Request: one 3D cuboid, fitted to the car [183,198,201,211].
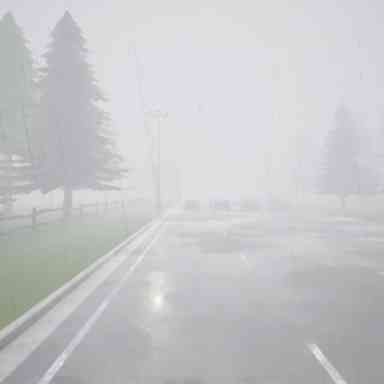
[{"bbox_3d":[0.012,1.480,40.429,2.128,1.511,4.902,0,0,0],"label":"car"}]

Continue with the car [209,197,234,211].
[{"bbox_3d":[3.512,1.466,40.428,1.882,1.535,5.008,0,0,0],"label":"car"}]

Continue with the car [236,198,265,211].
[{"bbox_3d":[7.012,1.480,40.427,2.128,1.511,4.902,0,0,0],"label":"car"}]

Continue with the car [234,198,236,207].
[{"bbox_3d":[7.016,1.587,50.882,1.895,1.301,4.718,0,0,0],"label":"car"}]

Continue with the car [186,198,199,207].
[{"bbox_3d":[0.016,1.587,50.961,1.895,1.301,4.718,0,0,0],"label":"car"}]

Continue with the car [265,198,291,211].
[{"bbox_3d":[10.512,1.536,40.426,2.033,1.411,5.357,0,0,0],"label":"car"}]

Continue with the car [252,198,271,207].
[{"bbox_3d":[10.516,1.586,50.879,1.895,1.301,4.718,0,0,0],"label":"car"}]
